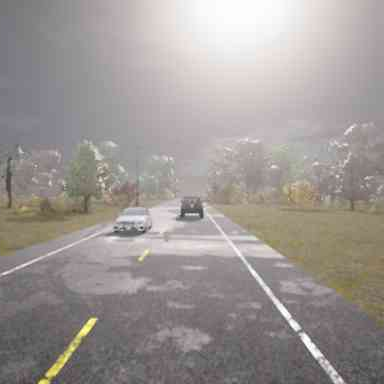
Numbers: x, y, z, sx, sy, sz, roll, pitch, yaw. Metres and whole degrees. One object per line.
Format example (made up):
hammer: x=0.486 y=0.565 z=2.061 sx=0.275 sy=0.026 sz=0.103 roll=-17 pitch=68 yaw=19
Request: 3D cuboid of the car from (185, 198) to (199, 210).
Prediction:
car: x=0.052 y=1.692 z=46.917 sx=1.882 sy=1.535 sz=5.008 roll=0 pitch=0 yaw=1

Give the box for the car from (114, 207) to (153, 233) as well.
car: x=-3.496 y=1.657 z=20.551 sx=1.812 sy=1.442 sz=4.674 roll=0 pitch=0 yaw=0

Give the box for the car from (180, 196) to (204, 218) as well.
car: x=0.008 y=1.363 z=32.328 sx=2.150 sy=2.045 sz=5.566 roll=0 pitch=0 yaw=0
